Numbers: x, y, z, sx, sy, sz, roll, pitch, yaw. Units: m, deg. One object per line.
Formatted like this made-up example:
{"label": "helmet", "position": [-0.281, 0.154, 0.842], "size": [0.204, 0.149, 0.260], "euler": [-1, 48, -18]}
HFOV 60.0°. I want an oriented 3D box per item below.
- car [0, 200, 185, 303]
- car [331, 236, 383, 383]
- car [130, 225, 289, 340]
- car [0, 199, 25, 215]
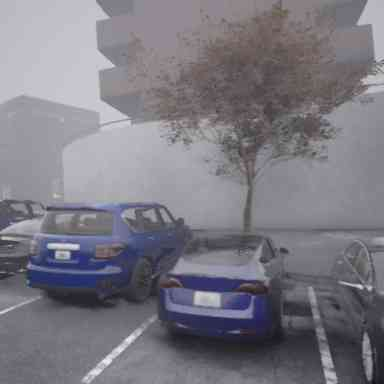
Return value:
{"label": "car", "position": [-1.589, 1.262, 8.544], "size": [2.435, 2.045, 5.566], "euler": [0, -1, 16]}
{"label": "car", "position": [3.285, 1.501, 4.982], "size": [2.231, 1.521, 4.892], "euler": [0, -1, 16]}
{"label": "car", "position": [0.852, 1.536, 6.772], "size": [2.163, 1.488, 4.792], "euler": [0, -1, 16]}
{"label": "car", "position": [-6.490, 1.275, 12.037], "size": [2.435, 2.045, 5.566], "euler": [0, -1, 15]}
